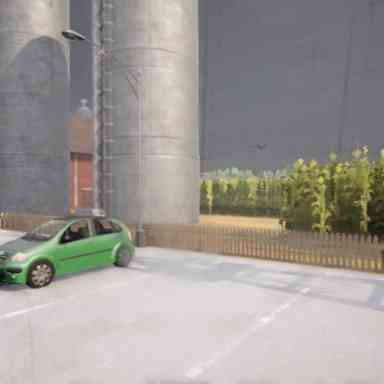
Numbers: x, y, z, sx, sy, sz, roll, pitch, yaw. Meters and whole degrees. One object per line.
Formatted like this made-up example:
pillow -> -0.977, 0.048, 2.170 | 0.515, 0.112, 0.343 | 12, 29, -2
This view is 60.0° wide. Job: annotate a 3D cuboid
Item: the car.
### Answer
car -> -3.576, 1.540, 9.539 | 1.851, 1.617, 3.988 | 0, 0, 35
